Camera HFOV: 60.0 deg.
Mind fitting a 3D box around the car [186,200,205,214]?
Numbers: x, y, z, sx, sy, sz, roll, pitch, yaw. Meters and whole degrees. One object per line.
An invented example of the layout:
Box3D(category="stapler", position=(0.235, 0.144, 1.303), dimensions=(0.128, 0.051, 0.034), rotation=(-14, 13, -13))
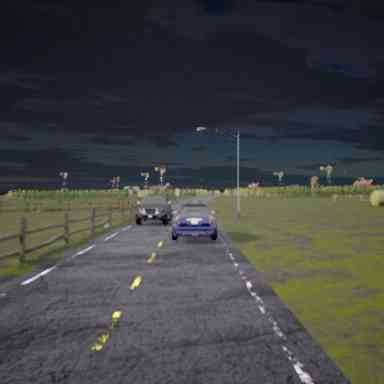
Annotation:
Box3D(category="car", position=(0.368, 1.590, 36.636), dimensions=(1.994, 1.385, 4.181), rotation=(0, 0, 1))

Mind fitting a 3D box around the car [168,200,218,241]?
Box3D(category="car", position=(0.119, 1.363, 16.838), dimensions=(2.097, 1.767, 4.553), rotation=(0, 0, 0))

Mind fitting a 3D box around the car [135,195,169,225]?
Box3D(category="car", position=(-2.684, 1.235, 24.318), dimensions=(2.150, 2.045, 5.566), rotation=(0, 0, 1))
